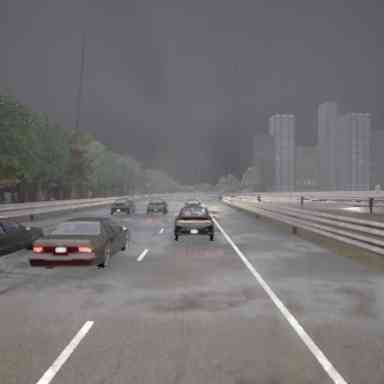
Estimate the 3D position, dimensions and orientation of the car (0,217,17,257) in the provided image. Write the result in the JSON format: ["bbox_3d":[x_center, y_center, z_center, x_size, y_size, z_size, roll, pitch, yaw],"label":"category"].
[{"bbox_3d":[-6.901,1.546,11.082,2.033,1.411,5.357,0,0,0],"label":"car"}]

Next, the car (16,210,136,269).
[{"bbox_3d":[-3.401,1.546,11.120,2.033,1.411,5.357,0,0,0],"label":"car"}]

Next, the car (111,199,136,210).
[{"bbox_3d":[-6.904,1.475,33.752,1.837,1.490,4.892,0,0,0],"label":"car"}]

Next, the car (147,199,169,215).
[{"bbox_3d":[-3.402,1.462,33.603,2.128,1.511,4.902,0,0,0],"label":"car"}]

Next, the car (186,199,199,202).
[{"bbox_3d":[0.095,1.494,34.825,1.812,1.442,4.674,0,0,0],"label":"car"}]

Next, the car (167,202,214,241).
[{"bbox_3d":[0.096,1.487,16.759,2.128,1.511,4.902,0,0,0],"label":"car"}]

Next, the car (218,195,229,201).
[{"bbox_3d":[7.363,1.382,78.067,1.994,1.385,4.181,0,0,-10],"label":"car"}]
